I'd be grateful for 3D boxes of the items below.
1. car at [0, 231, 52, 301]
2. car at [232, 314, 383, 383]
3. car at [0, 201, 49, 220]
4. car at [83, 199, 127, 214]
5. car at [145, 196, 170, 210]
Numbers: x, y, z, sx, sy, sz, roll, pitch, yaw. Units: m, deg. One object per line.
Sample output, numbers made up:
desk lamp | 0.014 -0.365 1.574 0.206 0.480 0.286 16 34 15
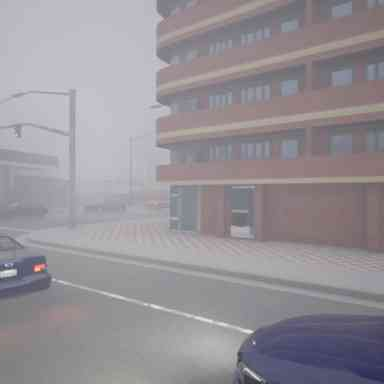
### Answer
car | -5.342 1.543 7.693 5.357 1.411 2.033 0 0 38
car | 2.513 1.537 2.201 4.674 1.442 1.812 0 0 35
car | -14.438 1.515 27.985 1.812 1.442 4.674 0 0 34
car | -9.250 1.487 35.629 1.882 1.535 5.008 0 0 34
car | -4.063 1.382 43.244 2.097 1.767 4.553 0 0 34
